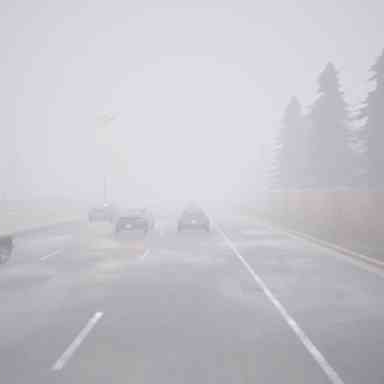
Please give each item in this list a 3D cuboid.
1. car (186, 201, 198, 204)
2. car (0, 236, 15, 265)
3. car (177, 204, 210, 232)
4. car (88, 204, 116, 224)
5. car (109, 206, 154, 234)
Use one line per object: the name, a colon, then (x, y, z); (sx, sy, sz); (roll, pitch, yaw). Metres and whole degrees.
car: (0.018, 1.829, 41.347); (1.837, 1.490, 4.892); (0, 0, 0)
car: (-6.901, 1.673, 9.076); (1.895, 1.301, 4.718); (0, 0, 0)
car: (0.095, 1.733, 21.508); (1.994, 1.385, 4.181); (0, 0, 0)
car: (-6.906, 1.703, 26.896); (2.128, 1.511, 4.902); (0, 0, 0)
car: (-3.418, 1.685, 20.225); (1.812, 1.442, 4.674); (0, 0, 0)
